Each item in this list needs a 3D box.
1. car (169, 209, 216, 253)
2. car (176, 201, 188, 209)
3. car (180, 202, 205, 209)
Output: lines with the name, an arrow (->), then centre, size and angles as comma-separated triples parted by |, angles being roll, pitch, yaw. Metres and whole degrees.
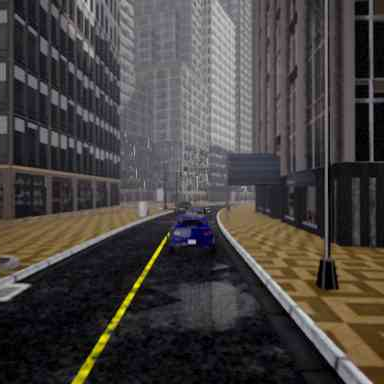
car -> 0.018, 1.672, 14.385 | 1.812, 1.442, 4.674 | 0, 0, 0
car -> -1.002, 2.021, 44.501 | 1.837, 1.490, 4.892 | 0, -1, 7
car -> 0.378, 1.863, 28.902 | 2.033, 1.411, 5.357 | 0, -1, 3
